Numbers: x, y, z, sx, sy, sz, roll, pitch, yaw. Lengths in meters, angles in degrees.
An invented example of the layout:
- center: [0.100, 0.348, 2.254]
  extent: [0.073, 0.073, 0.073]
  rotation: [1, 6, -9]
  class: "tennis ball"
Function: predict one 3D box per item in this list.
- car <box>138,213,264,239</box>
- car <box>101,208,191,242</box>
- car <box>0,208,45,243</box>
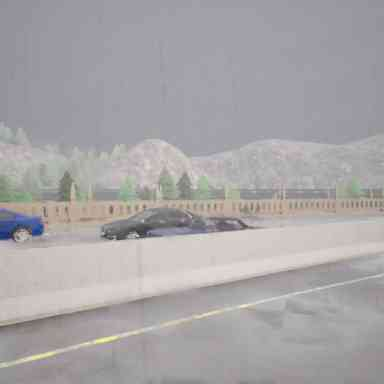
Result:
- center: [0.631, 1.602, 12.429]
  extent: [4.718, 1.301, 1.895]
  rotation: [0, 0, -30]
  class: "car"
- center: [-1.636, 1.506, 15.099]
  extent: [4.892, 1.490, 1.837]
  rotation: [0, 0, -31]
  class: "car"
- center: [-9.130, 1.477, 14.459]
  extent: [5.008, 1.535, 1.882]
  rotation: [0, 0, -34]
  class: "car"
